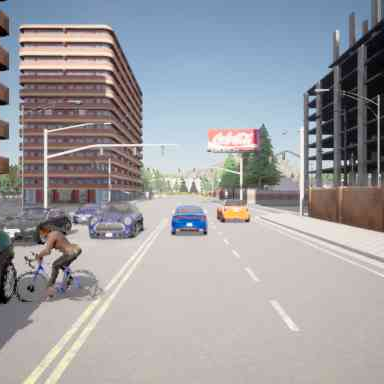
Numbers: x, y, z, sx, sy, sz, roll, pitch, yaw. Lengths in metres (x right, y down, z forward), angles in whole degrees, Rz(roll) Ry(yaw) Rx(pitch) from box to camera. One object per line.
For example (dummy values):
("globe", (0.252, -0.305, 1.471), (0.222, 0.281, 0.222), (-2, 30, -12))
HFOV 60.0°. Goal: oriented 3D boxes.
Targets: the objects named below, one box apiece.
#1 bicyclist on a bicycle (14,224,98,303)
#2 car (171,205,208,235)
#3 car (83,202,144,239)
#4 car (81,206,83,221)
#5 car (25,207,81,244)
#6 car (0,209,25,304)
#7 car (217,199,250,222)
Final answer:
("bicyclist on a bicycle", (-2.747, 1.463, 6.698), (1.656, 1.620, 0.582), (-1, 5, -6))
("car", (-0.152, 1.478, 18.942), (1.882, 1.535, 5.008), (0, 0, -1))
("car", (-3.797, 1.351, 17.391), (2.097, 1.767, 4.553), (0, 0, 0))
("car", (-7.332, 1.526, 24.757), (1.812, 1.442, 4.674), (0, 0, -1))
("car", (-7.286, 1.492, 15.793), (2.128, 1.511, 4.902), (0, 0, -1))
("car", (-3.846, 1.154, 3.964), (2.097, 1.767, 4.553), (1, 7, -12))
("car", (3.151, 1.352, 26.071), (2.097, 1.767, 4.553), (0, 0, -1))
